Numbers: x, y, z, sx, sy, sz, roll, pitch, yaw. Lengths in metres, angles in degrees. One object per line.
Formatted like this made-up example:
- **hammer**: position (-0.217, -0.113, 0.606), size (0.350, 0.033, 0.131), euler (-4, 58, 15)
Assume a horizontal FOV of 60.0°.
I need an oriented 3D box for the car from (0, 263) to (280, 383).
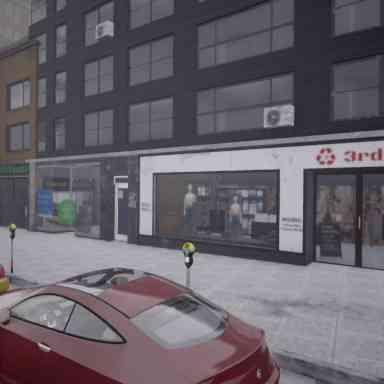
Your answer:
- **car**: position (-1.118, 1.581, 3.866), size (4.206, 1.307, 1.802), euler (0, 1, 35)
